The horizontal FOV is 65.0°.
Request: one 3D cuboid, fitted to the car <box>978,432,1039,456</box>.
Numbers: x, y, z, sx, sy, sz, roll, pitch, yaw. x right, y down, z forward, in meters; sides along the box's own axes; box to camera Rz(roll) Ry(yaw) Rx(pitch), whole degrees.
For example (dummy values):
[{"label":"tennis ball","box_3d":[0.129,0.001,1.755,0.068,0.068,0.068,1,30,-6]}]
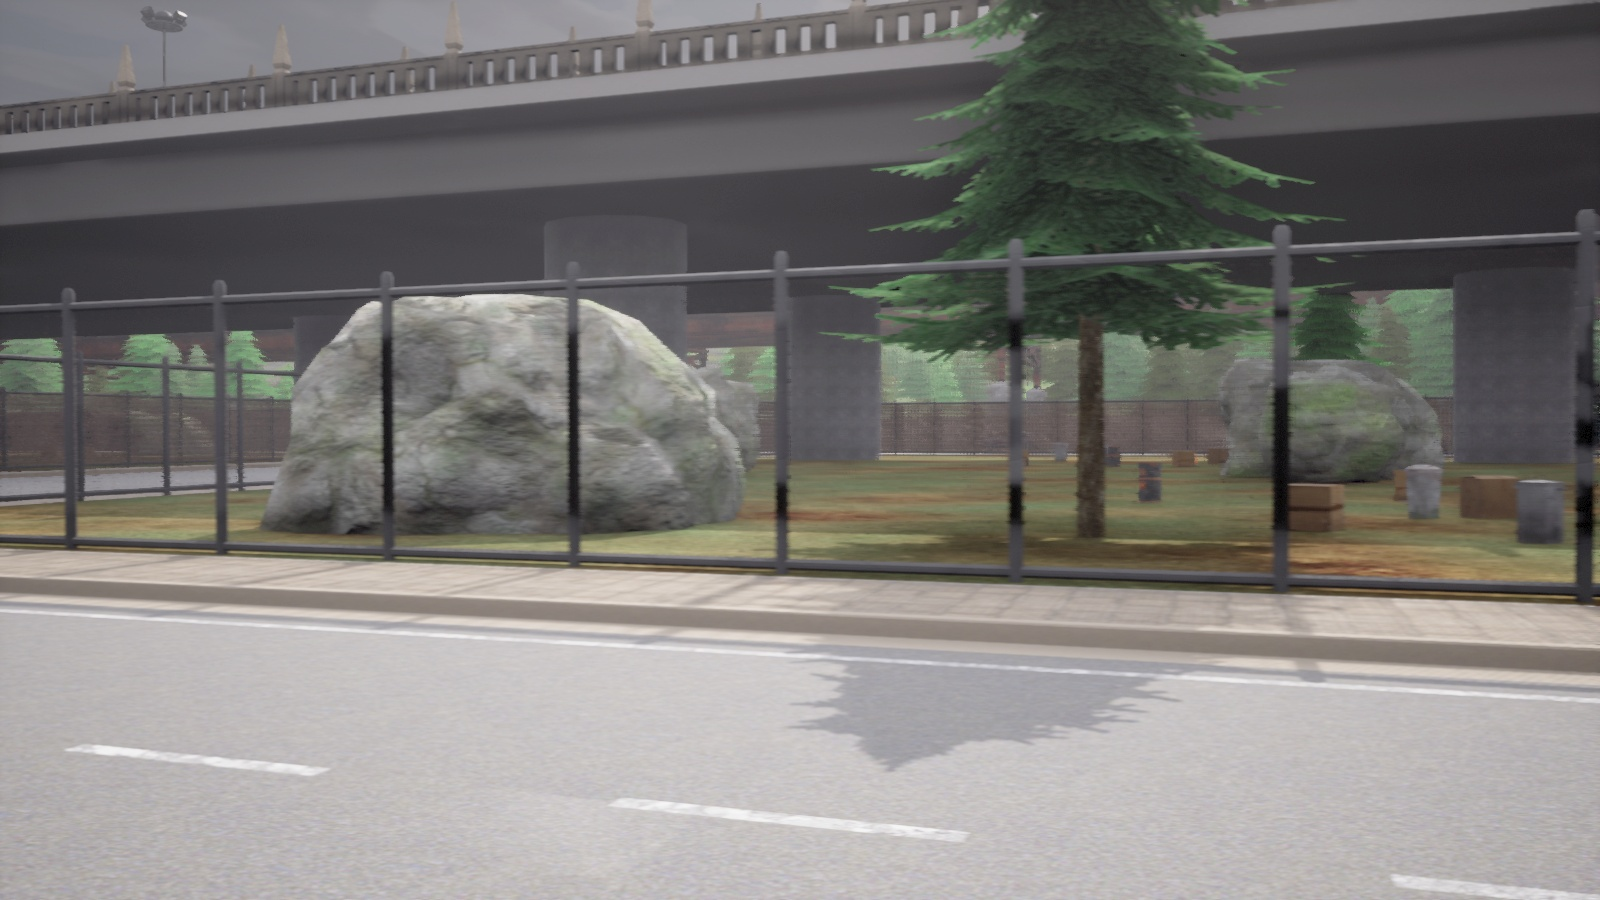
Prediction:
[{"label":"car","box_3d":[13.886,-0.425,83.523,3.705,1.549,1.789,1,1,19]}]
